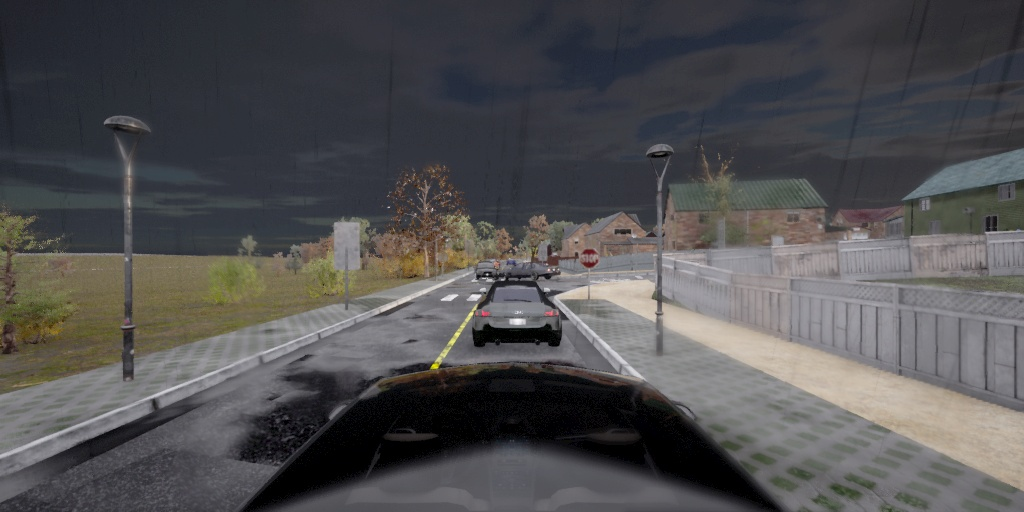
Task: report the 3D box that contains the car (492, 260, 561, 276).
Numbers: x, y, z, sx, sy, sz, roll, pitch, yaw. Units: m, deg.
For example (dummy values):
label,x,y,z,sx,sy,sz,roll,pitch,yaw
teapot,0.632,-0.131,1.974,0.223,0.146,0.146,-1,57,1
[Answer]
label,x,y,z,sx,sy,sz,roll,pitch,yaw
car,1.271,1.197,28.361,5.357,1.411,2.033,-4,-3,43

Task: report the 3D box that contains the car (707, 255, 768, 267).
label,x,y,z,sx,sy,sz,roll,pitch,yaw
car,14.336,0.413,22.770,4.181,1.385,1.994,-3,0,16

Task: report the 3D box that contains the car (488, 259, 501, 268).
label,x,y,z,sx,sy,sz,roll,pitch,yaw
car,-2.979,1.256,61.117,1.882,1.535,5.008,0,0,0

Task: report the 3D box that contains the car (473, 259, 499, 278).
label,x,y,z,sx,sy,sz,roll,pitch,yaw
car,-2.324,1.257,31.264,1.837,1.490,4.892,0,0,-8

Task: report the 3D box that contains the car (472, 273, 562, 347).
label,x,y,z,sx,sy,sz,roll,pitch,yaw
car,0.084,1.313,9.344,1.994,1.385,4.181,0,0,-1

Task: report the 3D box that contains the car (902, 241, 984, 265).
label,x,y,z,sx,sy,sz,roll,pitch,yaw
car,23.842,-0.208,20.372,4.902,1.511,2.128,-3,0,14

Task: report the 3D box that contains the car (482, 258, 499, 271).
label,x,y,z,sx,sy,sz,roll,pitch,yaw
car,-2.969,1.120,51.080,2.097,1.767,4.553,0,0,0
